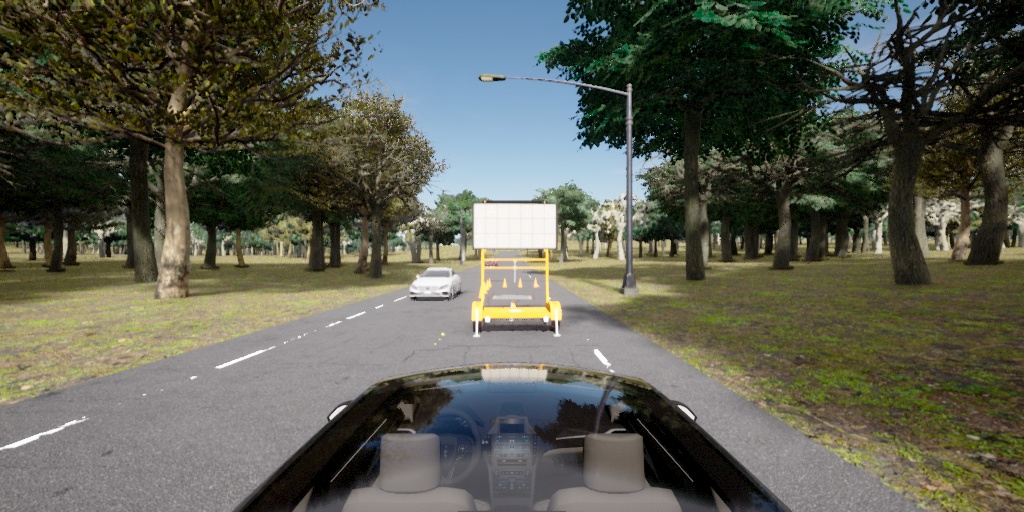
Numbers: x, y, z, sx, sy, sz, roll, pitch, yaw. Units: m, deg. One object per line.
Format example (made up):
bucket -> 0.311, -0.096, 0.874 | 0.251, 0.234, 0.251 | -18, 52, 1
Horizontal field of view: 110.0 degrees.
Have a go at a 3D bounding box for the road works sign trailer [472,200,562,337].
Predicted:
road works sign trailer -> 0.079, 0.217, 10.297 | 2.380, 3.560, 2.880 | 0, 0, -2

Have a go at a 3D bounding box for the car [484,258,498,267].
car -> -3.516, 1.071, 60.632 | 2.097, 1.767, 4.553 | 0, 0, 0

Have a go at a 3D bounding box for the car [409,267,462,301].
car -> -3.581, 1.289, 17.555 | 1.812, 1.442, 4.674 | 0, 0, 0
